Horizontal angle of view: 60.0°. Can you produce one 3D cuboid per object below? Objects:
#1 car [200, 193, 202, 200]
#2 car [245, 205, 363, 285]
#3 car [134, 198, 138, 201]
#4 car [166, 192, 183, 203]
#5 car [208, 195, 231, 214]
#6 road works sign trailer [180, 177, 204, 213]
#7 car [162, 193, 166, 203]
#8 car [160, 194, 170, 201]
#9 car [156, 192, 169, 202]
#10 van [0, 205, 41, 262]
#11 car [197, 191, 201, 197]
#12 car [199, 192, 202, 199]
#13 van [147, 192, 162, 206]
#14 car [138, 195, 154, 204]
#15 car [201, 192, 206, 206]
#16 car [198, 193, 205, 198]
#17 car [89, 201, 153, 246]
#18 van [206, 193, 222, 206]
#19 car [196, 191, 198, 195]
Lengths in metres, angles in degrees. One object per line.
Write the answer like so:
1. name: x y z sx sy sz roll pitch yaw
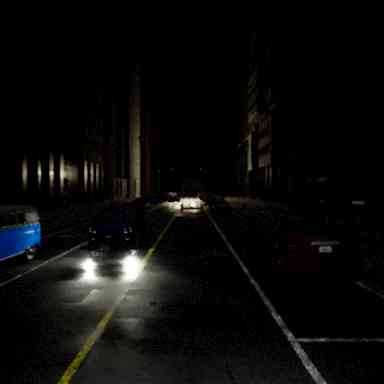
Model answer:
1. car: 2.750 1.192 54.527 1.752 1.417 4.829 0 0 0
2. car: 2.758 1.254 9.266 2.192 1.841 5.009 0 0 0
3. car: -5.770 1.378 26.161 1.887 1.381 4.507 0 0 0
4. car: -3.066 1.213 57.317 1.994 1.385 4.181 0 0 0
5. car: 2.754 1.324 31.982 1.752 1.417 4.829 0 0 0
6. road works sign trailer: -0.006 0.252 33.757 2.380 3.560 2.880 0 0 0
7. car: -5.775 1.233 54.344 1.947 1.339 4.313 0 0 0
8. car: -5.778 1.113 71.254 1.887 1.381 4.507 0 0 0
9. car: -5.778 0.916 65.616 2.192 1.841 5.009 0 0 0
10. van: -5.766 1.280 9.250 1.690 1.788 3.998 0 0 0
11. car: 2.746 1.009 71.265 1.967 1.590 4.097 0 0 0
12. car: 2.749 1.185 59.993 2.008 1.369 4.403 0 0 0
13. van: -5.775 1.041 48.706 1.690 1.788 3.998 0 0 0
14. car: -5.772 1.332 37.434 1.947 1.339 4.313 0 0 0
15. car: 2.751 1.141 48.720 1.967 1.590 4.097 0 0 0
16. car: 2.743 1.004 93.811 1.947 1.339 4.313 0 0 0
17. car: -3.103 1.380 14.889 1.882 1.535 5.008 0 0 0
18. van: 2.753 1.108 37.447 1.690 1.788 3.998 0 0 0
19. car: 2.744 0.818 82.537 2.192 1.841 5.009 0 0 0
